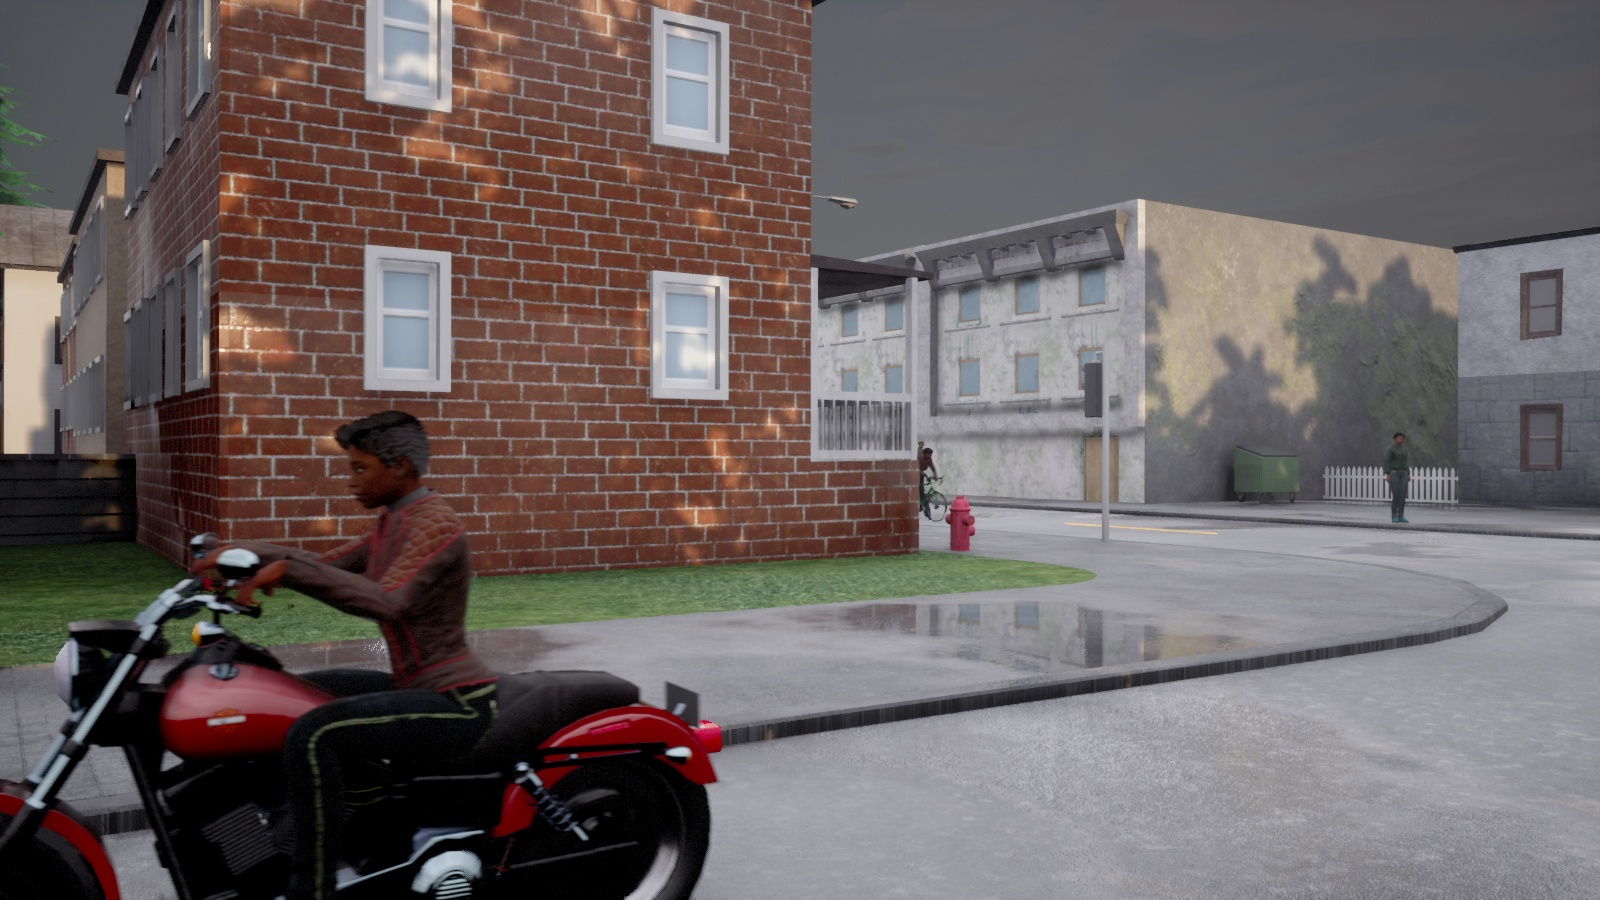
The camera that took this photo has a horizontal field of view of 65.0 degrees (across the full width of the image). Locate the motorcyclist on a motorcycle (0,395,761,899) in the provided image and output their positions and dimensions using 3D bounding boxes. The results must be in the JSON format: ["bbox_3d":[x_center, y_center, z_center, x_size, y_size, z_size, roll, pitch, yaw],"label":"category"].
[{"bbox_3d":[-1.323,0.706,3.276,2.350,1.649,0.766,0,0,-30],"label":"motorcyclist on a motorcycle"}]

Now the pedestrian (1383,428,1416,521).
[{"bbox_3d":[12.145,0.491,25.450,0.353,1.847,0.614,0,0,-3],"label":"pedestrian"}]

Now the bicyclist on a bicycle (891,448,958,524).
[{"bbox_3d":[2.731,0.760,27.642,0.582,1.620,1.656,0,0,-32],"label":"bicyclist on a bicycle"}]
